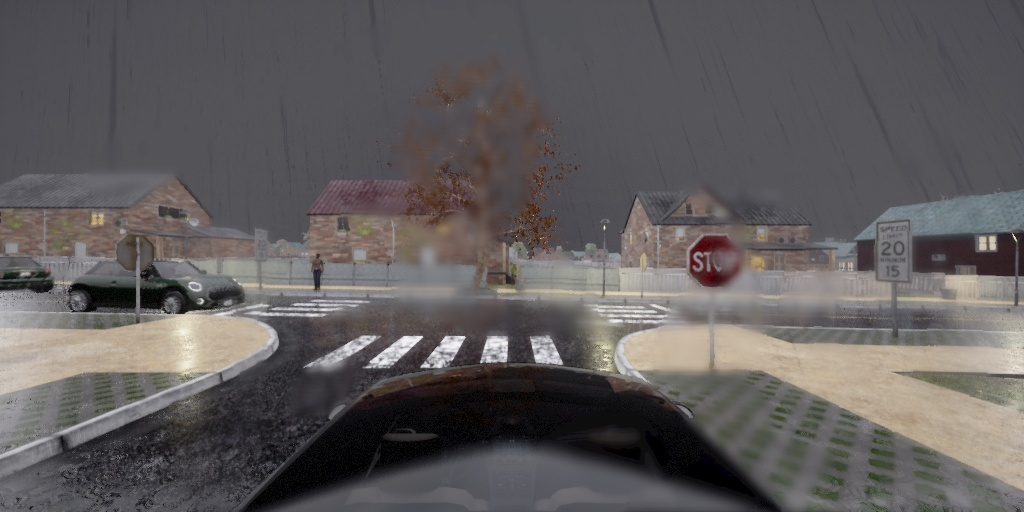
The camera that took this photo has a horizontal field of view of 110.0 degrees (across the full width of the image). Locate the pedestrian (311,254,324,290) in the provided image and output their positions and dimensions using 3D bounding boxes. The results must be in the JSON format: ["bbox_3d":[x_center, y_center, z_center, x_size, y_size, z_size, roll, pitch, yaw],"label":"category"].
[{"bbox_3d":[-9.691,0.768,17.832,0.375,1.860,0.375,0,-2,0],"label":"pedestrian"}]

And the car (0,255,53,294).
[{"bbox_3d":[-22.287,0.725,14.849,4.553,1.767,2.097,1,0,0],"label":"car"}]

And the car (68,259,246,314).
[{"bbox_3d":[-11.436,0.902,11.786,4.553,1.767,2.097,1,0,3],"label":"car"}]
